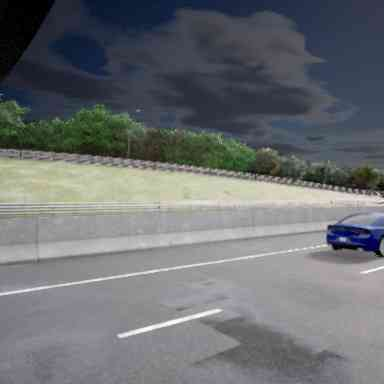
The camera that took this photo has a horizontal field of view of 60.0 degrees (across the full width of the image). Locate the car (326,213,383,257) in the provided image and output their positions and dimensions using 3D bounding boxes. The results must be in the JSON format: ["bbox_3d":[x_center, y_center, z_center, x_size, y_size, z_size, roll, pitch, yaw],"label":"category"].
[{"bbox_3d":[7.488,1.572,13.448,5.008,1.535,1.882,0,0,-35],"label":"car"}]
